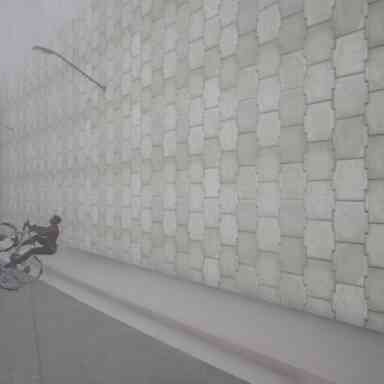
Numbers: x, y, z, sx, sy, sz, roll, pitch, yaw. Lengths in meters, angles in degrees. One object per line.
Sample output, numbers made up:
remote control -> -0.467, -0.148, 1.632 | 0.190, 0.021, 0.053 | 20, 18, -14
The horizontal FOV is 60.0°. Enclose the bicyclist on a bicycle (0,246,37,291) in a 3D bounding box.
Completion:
bicyclist on a bicycle -> -4.504, 1.639, 6.885 | 1.656, 0.582, 1.620 | 36, 1, 5

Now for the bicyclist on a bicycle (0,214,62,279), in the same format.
bicyclist on a bicycle -> -3.778, 1.192, 7.902 | 1.620, 1.656, 0.582 | -35, 17, -19
